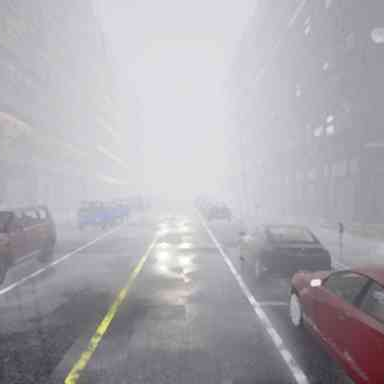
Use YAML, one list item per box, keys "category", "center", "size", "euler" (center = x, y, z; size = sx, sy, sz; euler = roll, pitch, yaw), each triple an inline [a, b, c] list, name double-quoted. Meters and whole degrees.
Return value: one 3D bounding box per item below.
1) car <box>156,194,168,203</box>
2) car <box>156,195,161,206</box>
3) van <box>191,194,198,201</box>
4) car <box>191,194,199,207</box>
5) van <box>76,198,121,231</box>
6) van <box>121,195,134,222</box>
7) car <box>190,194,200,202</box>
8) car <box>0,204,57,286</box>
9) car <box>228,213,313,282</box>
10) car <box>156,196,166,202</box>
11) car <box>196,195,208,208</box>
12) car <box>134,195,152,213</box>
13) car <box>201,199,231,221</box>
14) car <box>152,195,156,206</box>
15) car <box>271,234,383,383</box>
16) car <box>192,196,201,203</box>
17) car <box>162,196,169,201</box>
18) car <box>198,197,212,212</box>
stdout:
- category: "car"
  center: [-6.883, 1.339, 70.141]
  size: [2.192, 1.841, 5.009]
  euler: [1, 0, -1]
- category: "car"
  center: [-6.506, 1.564, 53.555]
  size: [1.947, 1.339, 4.313]
  euler: [1, 0, -1]
- category: "van"
  center: [0.580, 1.380, 86.856]
  size: [1.690, 1.788, 3.998]
  euler: [1, 0, -1]
- category: "car"
  center: [1.472, 1.280, 48.146]
  size: [2.192, 1.841, 5.009]
  euler: [1, 0, -1]
- category: "van"
  center: [-5.738, 1.334, 20.379]
  size: [1.690, 1.788, 3.998]
  euler: [1, 0, -1]
- category: "van"
  center: [-5.866, 1.332, 25.909]
  size: [1.690, 1.788, 3.998]
  euler: [1, 0, -1]
- category: "car"
  center: [0.708, 1.337, 81.326]
  size: [2.192, 1.841, 5.009]
  euler: [1, 0, -1]
- category: "car"
  center: [-5.483, 1.320, 9.323]
  size: [2.192, 1.841, 5.009]
  euler: [1, 0, -1]
- category: "car"
  center: [2.391, 1.527, 9.441]
  size: [2.008, 1.369, 4.403]
  euler: [1, 0, -1]
- category: "car"
  center: [-7.015, 1.581, 75.670]
  size: [1.887, 1.381, 4.507]
  euler: [1, 0, -1]
- category: "car"
  center: [1.765, 1.401, 37.088]
  size: [1.967, 1.590, 4.097]
  euler: [1, 0, -1]
- category: "car"
  center: [-6.119, 1.305, 36.967]
  size: [2.192, 1.841, 5.009]
  euler: [1, 0, -1]
- category: "car"
  center: [2.010, 1.506, 26.029]
  size: [1.887, 1.381, 4.507]
  euler: [1, 0, -1]
- category: "car"
  center: [-6.246, 1.306, 42.495]
  size: [2.192, 1.841, 5.009]
  euler: [1, 0, -1]
- category: "car"
  center: [2.518, 1.529, 3.911]
  size: [1.887, 1.381, 4.507]
  euler: [1, 0, -1]
- category: "car"
  center: [0.958, 1.577, 70.265]
  size: [1.802, 1.307, 4.206]
  euler: [1, 0, -1]
- category: "car"
  center: [-7.397, 1.668, 92.259]
  size: [1.802, 1.307, 4.206]
  euler: [1, 0, -1]
- category: "car"
  center: [1.883, 1.505, 31.557]
  size: [1.887, 1.381, 4.507]
  euler: [1, 0, -1]
